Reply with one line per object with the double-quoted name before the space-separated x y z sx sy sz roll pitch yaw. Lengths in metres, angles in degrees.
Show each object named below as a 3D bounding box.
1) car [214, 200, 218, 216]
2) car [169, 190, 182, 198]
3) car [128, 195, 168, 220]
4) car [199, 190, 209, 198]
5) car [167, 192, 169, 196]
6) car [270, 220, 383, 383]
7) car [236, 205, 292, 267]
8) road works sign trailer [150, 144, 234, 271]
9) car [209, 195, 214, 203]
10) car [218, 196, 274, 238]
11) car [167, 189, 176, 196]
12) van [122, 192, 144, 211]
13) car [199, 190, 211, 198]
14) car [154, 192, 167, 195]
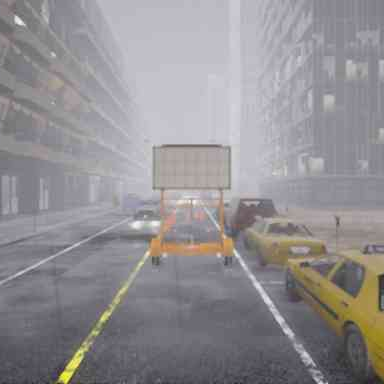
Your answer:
"car" 2.701 1.274 21.489 1.947 1.339 4.313 1 1 0
"car" -3.024 0.651 66.388 1.882 1.535 5.008 0 1 1
"car" -3.103 1.213 24.799 2.033 1.411 5.357 0 1 0
"car" 2.699 0.378 76.712 2.192 1.841 5.009 1 1 0
"car" -5.684 0.551 82.237 1.887 1.381 4.507 1 1 0
"car" 2.703 1.454 5.093 1.752 1.417 4.829 1 1 0
"car" 2.702 1.379 10.615 1.752 1.417 4.829 1 1 0
"road works sign trailer" 0.000 0.322 10.305 2.380 3.560 2.880 0 1 0
"car" 2.701 1.182 27.013 1.887 1.381 4.507 1 1 0
"car" 2.705 1.097 15.964 2.192 1.841 5.009 1 1 0
"car" -5.682 0.214 93.280 2.192 1.841 5.009 1 1 0
"van" -5.676 0.908 32.533 1.690 1.788 3.998 1 1 0
"car" 2.697 0.808 60.147 1.947 1.339 4.313 1 1 0
"car" -5.682 0.886 54.625 1.802 1.307 4.206 1 1 0
